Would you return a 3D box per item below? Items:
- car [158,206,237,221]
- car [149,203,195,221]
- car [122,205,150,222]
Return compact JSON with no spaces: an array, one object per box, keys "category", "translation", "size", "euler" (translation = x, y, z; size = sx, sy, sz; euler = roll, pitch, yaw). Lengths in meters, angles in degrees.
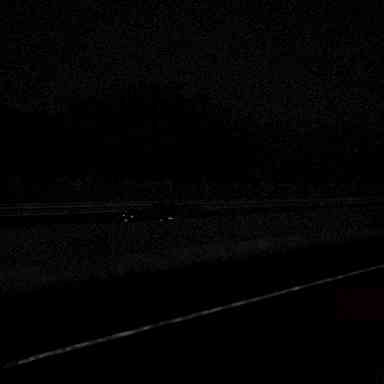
[{"category":"car","translation":[0.880,1.581,17.432],"size":[4.718,1.301,1.895],"euler":[0,0,-35]},{"category":"car","translation":[-0.189,1.541,20.947],"size":[4.181,1.385,1.994],"euler":[0,0,-35]},{"category":"car","translation":[-2.235,1.523,23.797],"size":[5.357,1.411,2.033],"euler":[0,0,-35]}]
